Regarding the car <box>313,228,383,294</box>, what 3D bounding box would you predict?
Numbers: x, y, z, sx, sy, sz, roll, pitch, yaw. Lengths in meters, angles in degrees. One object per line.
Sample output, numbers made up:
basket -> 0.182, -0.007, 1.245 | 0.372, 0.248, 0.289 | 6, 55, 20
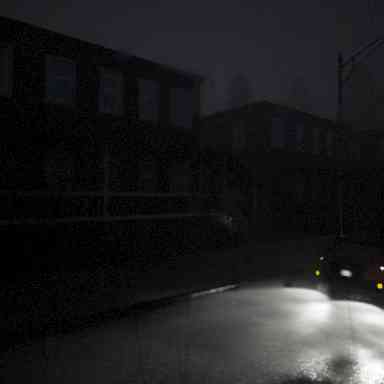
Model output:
car -> 5.061, 1.687, 8.803 | 4.181, 1.385, 1.994 | 1, -1, -39
